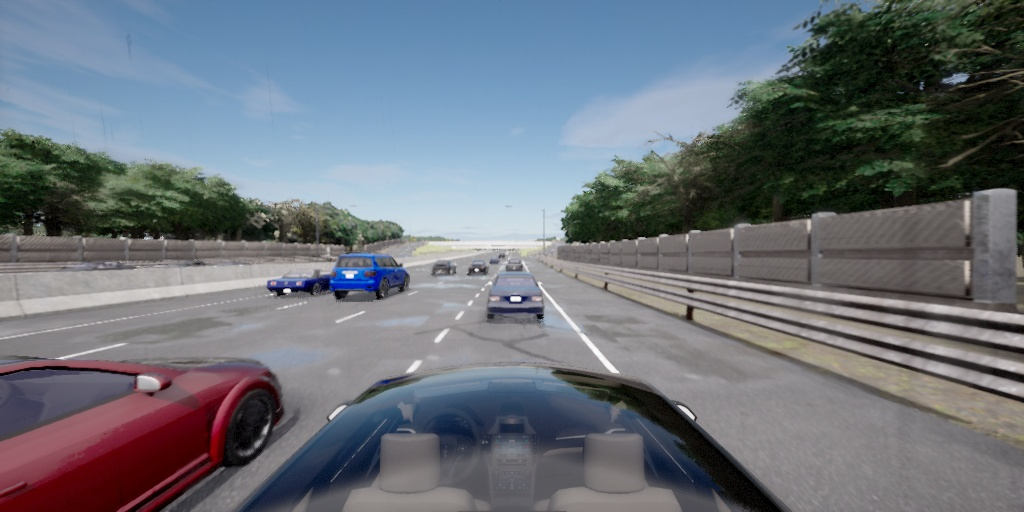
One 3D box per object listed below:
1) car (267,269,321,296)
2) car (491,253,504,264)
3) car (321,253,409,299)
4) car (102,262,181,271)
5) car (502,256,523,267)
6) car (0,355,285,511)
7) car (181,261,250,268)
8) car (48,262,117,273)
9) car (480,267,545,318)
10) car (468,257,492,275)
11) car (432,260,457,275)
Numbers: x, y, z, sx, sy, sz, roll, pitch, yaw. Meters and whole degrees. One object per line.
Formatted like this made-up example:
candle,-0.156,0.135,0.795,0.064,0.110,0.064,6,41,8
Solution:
car,-10.367,1.314,18.772,1.895,1.301,4.718,0,0,0
car,-3.097,0.691,64.038,2.033,1.411,5.357,0,1,1
car,-6.870,0.937,17.887,2.150,2.045,5.566,0,0,0
car,-24.539,1.299,24.774,1.895,1.301,4.718,0,0,0
car,0.257,1.090,40.129,2.128,1.511,4.902,0,1,0
car,-3.499,1.313,2.239,1.994,1.385,4.181,0,0,0
car,-21.027,1.172,26.489,1.882,1.535,5.008,0,0,0
car,-31.522,1.183,27.060,2.128,1.511,4.902,0,0,0
car,0.115,1.275,12.817,2.033,1.411,5.357,0,0,0
car,-3.370,1.160,36.763,1.812,1.442,4.674,0,1,0
car,-6.772,1.143,36.302,1.837,1.490,4.892,0,1,0
